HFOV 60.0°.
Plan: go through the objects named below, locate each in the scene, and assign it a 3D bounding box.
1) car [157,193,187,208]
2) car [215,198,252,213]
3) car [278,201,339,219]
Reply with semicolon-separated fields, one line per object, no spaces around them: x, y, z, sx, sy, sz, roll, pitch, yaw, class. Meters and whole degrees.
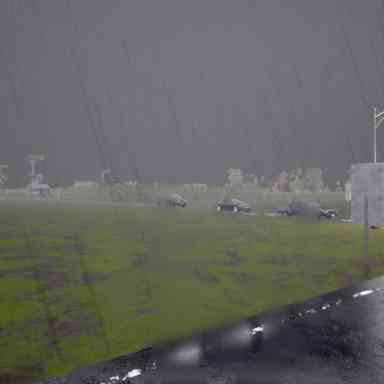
-2.966;1.201;47.952;2.150;2.045;5.566;0;0;-37;car
4.596;1.489;37.554;1.837;1.490;4.892;0;0;-35;car
10.075;1.535;29.353;2.033;1.411;5.357;0;0;-33;car
